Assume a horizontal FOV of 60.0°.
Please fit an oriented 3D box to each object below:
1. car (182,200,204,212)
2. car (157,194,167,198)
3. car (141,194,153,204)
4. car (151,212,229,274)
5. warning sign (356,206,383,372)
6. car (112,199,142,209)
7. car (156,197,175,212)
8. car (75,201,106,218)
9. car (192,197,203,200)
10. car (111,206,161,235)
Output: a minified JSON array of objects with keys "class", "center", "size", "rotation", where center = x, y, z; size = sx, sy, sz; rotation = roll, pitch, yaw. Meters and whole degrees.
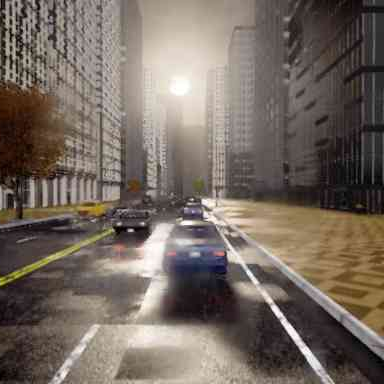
[{"class":"car","center":[0.095,1.701,29.761],"size":[2.033,1.411,5.357],"rotation":[0,0,0]},{"class":"car","center":[-6.506,1.558,73.220],"size":[2.150,2.045,5.566],"rotation":[0,0,0]},{"class":"car","center":[-9.756,1.562,72.803],"size":[2.150,2.045,5.566],"rotation":[0,0,0]},{"class":"car","center":[0.087,1.603,10.714],"size":[2.033,1.411,5.357],"rotation":[0,0,0]},{"class":"warning sign","center":[2.865,1.136,3.915],"size":[1.300,1.860,1.060],"rotation":[1,1,0]},{"class":"car","center":[-6.600,1.661,32.802],"size":[2.128,1.511,4.902],"rotation":[0,0,0]},{"class":"car","center":[-3.153,1.713,40.136],"size":[1.837,1.490,4.892],"rotation":[0,0,0]},{"class":"car","center":[-9.850,1.646,32.534],"size":[1.882,1.535,5.008],"rotation":[0,0,0]},{"class":"car","center":[1.132,1.866,69.937],"size":[1.837,1.490,4.892],"rotation":[0,0,0]},{"class":"car","center":[-3.152,1.701,19.378],"size":[1.895,1.301,4.718],"rotation":[0,0,0]}]
